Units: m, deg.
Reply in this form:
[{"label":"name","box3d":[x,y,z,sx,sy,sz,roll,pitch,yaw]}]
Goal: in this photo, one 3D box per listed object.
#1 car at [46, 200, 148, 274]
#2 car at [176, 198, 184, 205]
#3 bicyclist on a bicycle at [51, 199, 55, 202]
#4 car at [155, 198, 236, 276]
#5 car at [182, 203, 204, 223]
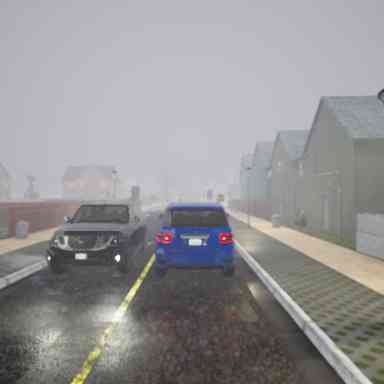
[{"label":"car","box3d":[-2.850,1.322,11.307,2.150,2.045,5.566,0,-1,0]},{"label":"car","box3d":[-2.743,2.201,78.193,1.837,1.490,4.892,0,-1,0]},{"label":"bicyclist on a bicycle","box3d":[-20.208,1.772,48.406,0.582,1.620,1.656,0,-1,0]},{"label":"car","box3d":[0.087,1.319,10.775,2.150,2.045,5.566,0,0,0]},{"label":"car","box3d":[0.096,1.785,29.413,1.812,1.442,4.674,0,-1,0]}]
